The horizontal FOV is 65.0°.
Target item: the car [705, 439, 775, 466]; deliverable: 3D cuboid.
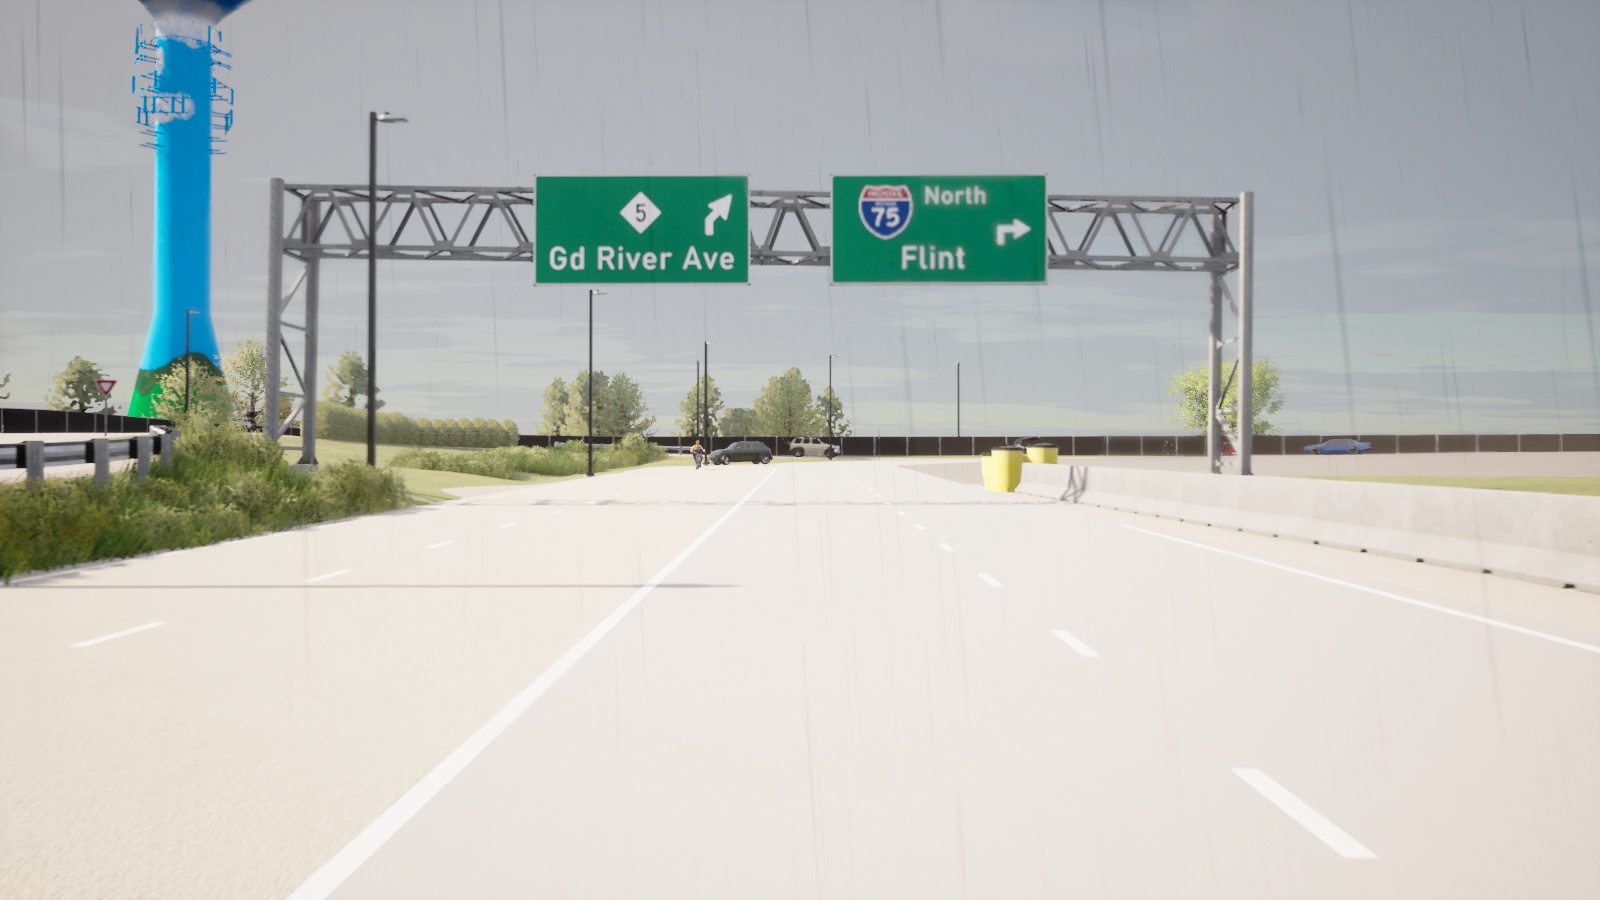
[{"bbox_3d":[-4.359,0.187,90.455,4.553,1.767,2.097,-1,0,-22],"label":"car"}]
